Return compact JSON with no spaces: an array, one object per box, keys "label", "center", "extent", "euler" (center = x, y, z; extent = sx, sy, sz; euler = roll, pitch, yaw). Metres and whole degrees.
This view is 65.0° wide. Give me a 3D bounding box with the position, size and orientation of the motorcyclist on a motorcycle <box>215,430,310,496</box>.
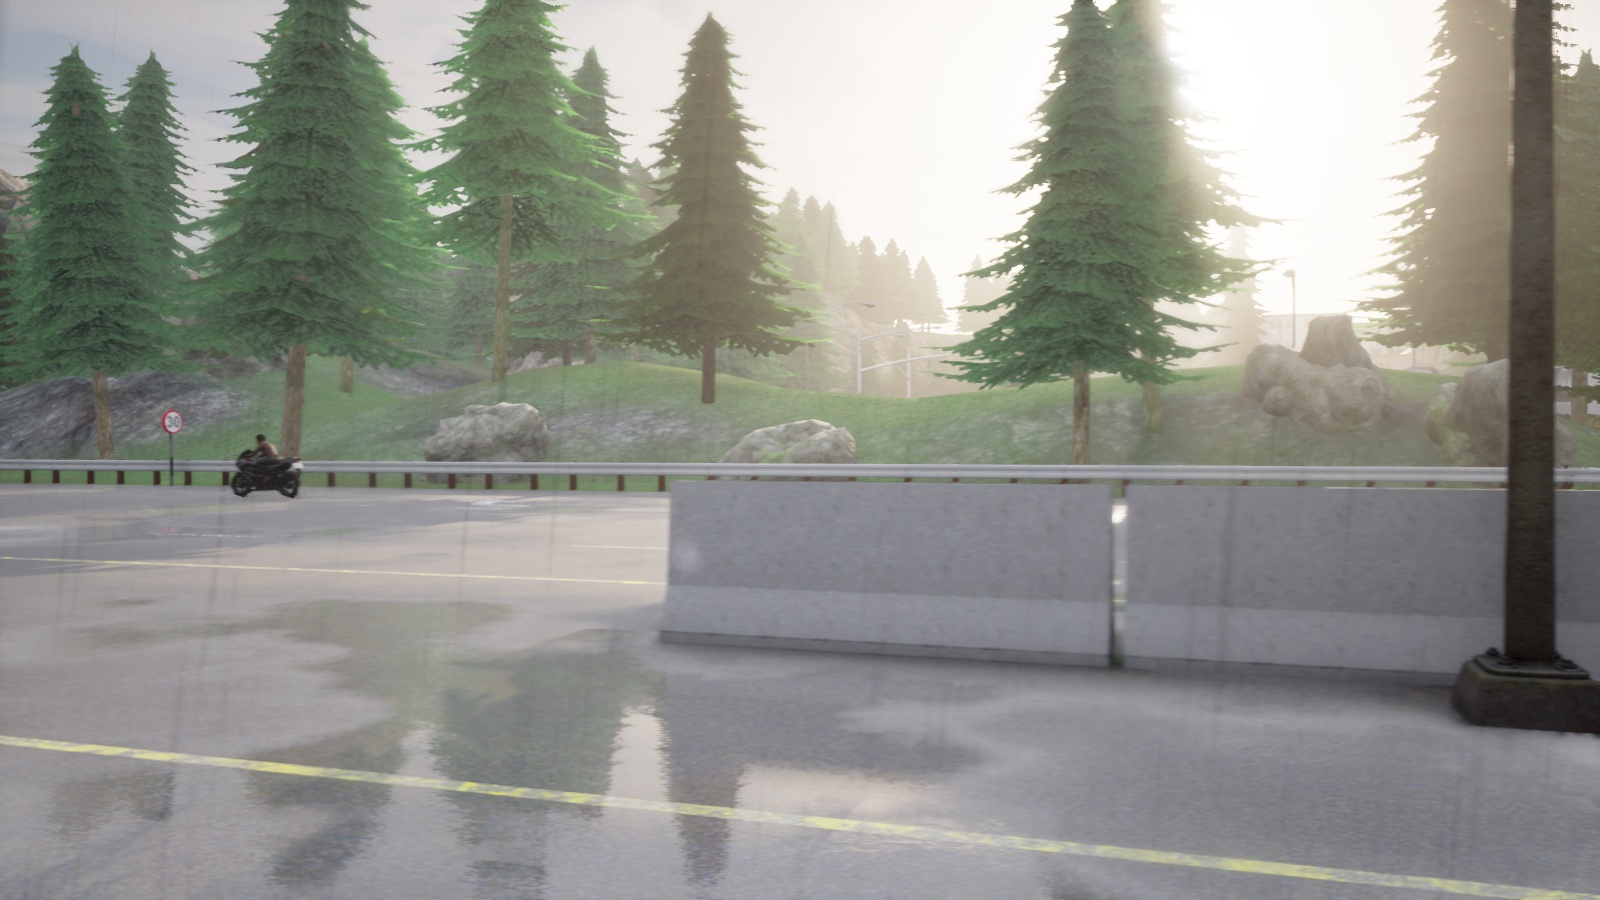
[{"label":"motorcyclist on a motorcycle","center":[-12.680,0.287,29.616],"extent":[2.044,1.523,0.797],"euler":[1,1,19]}]
